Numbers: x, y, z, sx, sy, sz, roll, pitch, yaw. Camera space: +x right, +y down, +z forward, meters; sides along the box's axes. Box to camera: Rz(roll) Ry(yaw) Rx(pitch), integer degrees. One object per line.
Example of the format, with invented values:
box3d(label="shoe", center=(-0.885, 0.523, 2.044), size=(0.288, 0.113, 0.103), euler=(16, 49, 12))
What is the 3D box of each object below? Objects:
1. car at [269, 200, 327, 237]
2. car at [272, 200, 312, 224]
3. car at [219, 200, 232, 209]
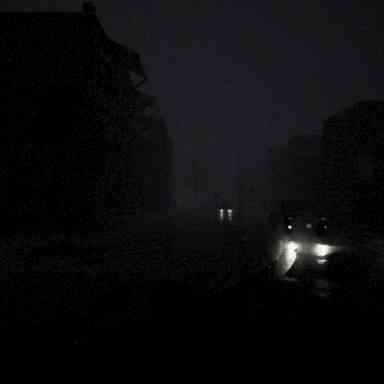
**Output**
box3d(label="car", center=(6.074, 1.464, 19.784), size=(2.150, 2.045, 5.566), euler=(0, -2, 2))
box3d(label="car", center=(9.331, 1.841, 31.669), size=(2.150, 2.045, 5.566), euler=(0, -2, 0))
box3d(label="car", center=(6.051, 2.304, 60.583), size=(1.837, 1.490, 4.892), euler=(0, 2, 0))
